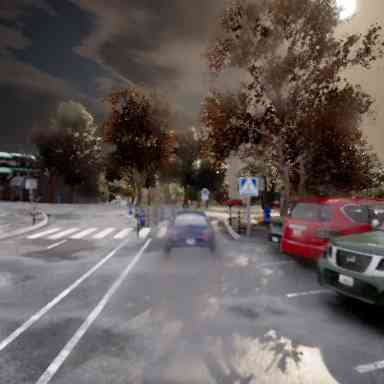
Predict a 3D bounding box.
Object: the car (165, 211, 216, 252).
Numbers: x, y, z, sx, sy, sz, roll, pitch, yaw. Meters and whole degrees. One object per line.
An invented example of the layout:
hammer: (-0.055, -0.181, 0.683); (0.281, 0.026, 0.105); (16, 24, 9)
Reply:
car: (-0.073, 1.474, 13.447); (1.812, 1.442, 4.674); (0, 0, -1)

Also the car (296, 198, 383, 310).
car: (5.273, 1.219, 6.775); (5.566, 2.045, 2.435); (1, 1, -21)

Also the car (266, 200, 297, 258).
car: (5.287, 1.206, 9.777); (5.566, 2.045, 2.435); (1, 0, -21)

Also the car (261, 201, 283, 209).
car: (18.004, 2.921, 74.650); (1.882, 1.535, 5.008); (0, 0, -29)

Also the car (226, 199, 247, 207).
car: (11.243, 2.665, 82.617); (5.566, 2.045, 2.150); (0, 0, 31)

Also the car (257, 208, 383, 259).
car: (5.207, 1.444, 12.737); (4.892, 1.521, 2.231); (1, 0, -21)
